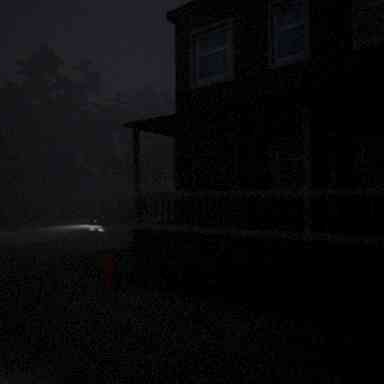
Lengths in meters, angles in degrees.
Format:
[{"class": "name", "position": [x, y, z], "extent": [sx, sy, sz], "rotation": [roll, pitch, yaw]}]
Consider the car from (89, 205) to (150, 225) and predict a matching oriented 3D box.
[{"class": "car", "position": [-5.740, 1.815, 27.188], "extent": [2.033, 1.411, 5.357], "rotation": [-1, -1, 36]}]
